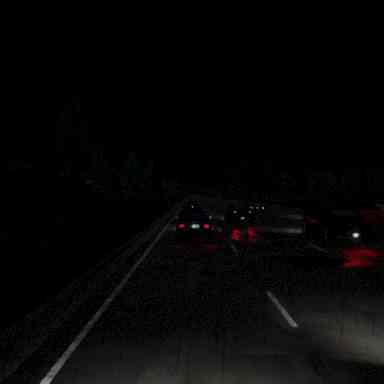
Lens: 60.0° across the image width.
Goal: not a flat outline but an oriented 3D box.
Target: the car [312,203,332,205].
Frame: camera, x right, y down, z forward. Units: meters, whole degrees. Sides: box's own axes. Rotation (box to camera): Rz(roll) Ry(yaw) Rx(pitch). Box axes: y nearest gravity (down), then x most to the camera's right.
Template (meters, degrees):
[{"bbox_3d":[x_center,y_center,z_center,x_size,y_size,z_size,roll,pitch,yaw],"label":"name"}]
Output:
[{"bbox_3d":[10.601,1.672,27.373,2.128,1.511,4.902,0,0,0],"label":"car"}]

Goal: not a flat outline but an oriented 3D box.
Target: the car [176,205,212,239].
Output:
[{"bbox_3d":[0.103,1.666,17.992,2.033,1.411,5.357,0,0,0],"label":"car"}]

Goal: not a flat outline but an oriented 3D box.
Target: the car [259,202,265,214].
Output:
[{"bbox_3d":[7.085,1.799,38.468,2.033,1.411,5.357,0,0,0],"label":"car"}]

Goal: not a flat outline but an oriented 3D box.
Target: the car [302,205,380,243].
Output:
[{"bbox_3d":[7.100,1.617,16.834,1.837,1.490,4.892,0,0,0],"label":"car"}]

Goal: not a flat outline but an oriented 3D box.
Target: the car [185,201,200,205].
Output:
[{"bbox_3d":[0.059,1.849,43.587,1.994,1.385,4.181,0,0,0],"label":"car"}]

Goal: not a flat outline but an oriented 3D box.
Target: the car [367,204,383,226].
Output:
[{"bbox_3d":[14.100,1.640,24.828,1.882,1.535,5.008,0,0,0],"label":"car"}]

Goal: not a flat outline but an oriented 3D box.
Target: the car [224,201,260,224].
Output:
[{"bbox_3d":[3.600,1.663,26.079,2.128,1.511,4.902,0,0,0],"label":"car"}]
